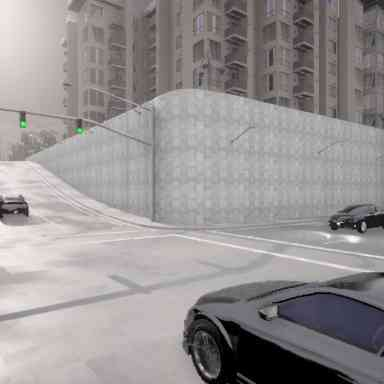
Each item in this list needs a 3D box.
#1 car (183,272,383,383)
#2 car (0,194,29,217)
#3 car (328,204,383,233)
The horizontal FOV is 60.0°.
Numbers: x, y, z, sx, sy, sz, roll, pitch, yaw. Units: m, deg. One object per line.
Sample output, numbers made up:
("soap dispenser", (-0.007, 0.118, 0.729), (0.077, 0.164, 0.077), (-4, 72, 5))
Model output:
("car", (1.693, 1.565, 3.456), (1.994, 1.385, 4.181), (0, 0, -36))
("car", (-13.103, 0.859, 24.038), (2.128, 1.511, 4.902), (0, 6, -36))
("car", (10.066, 1.505, 19.780), (4.892, 1.490, 1.837), (0, 0, -36))
